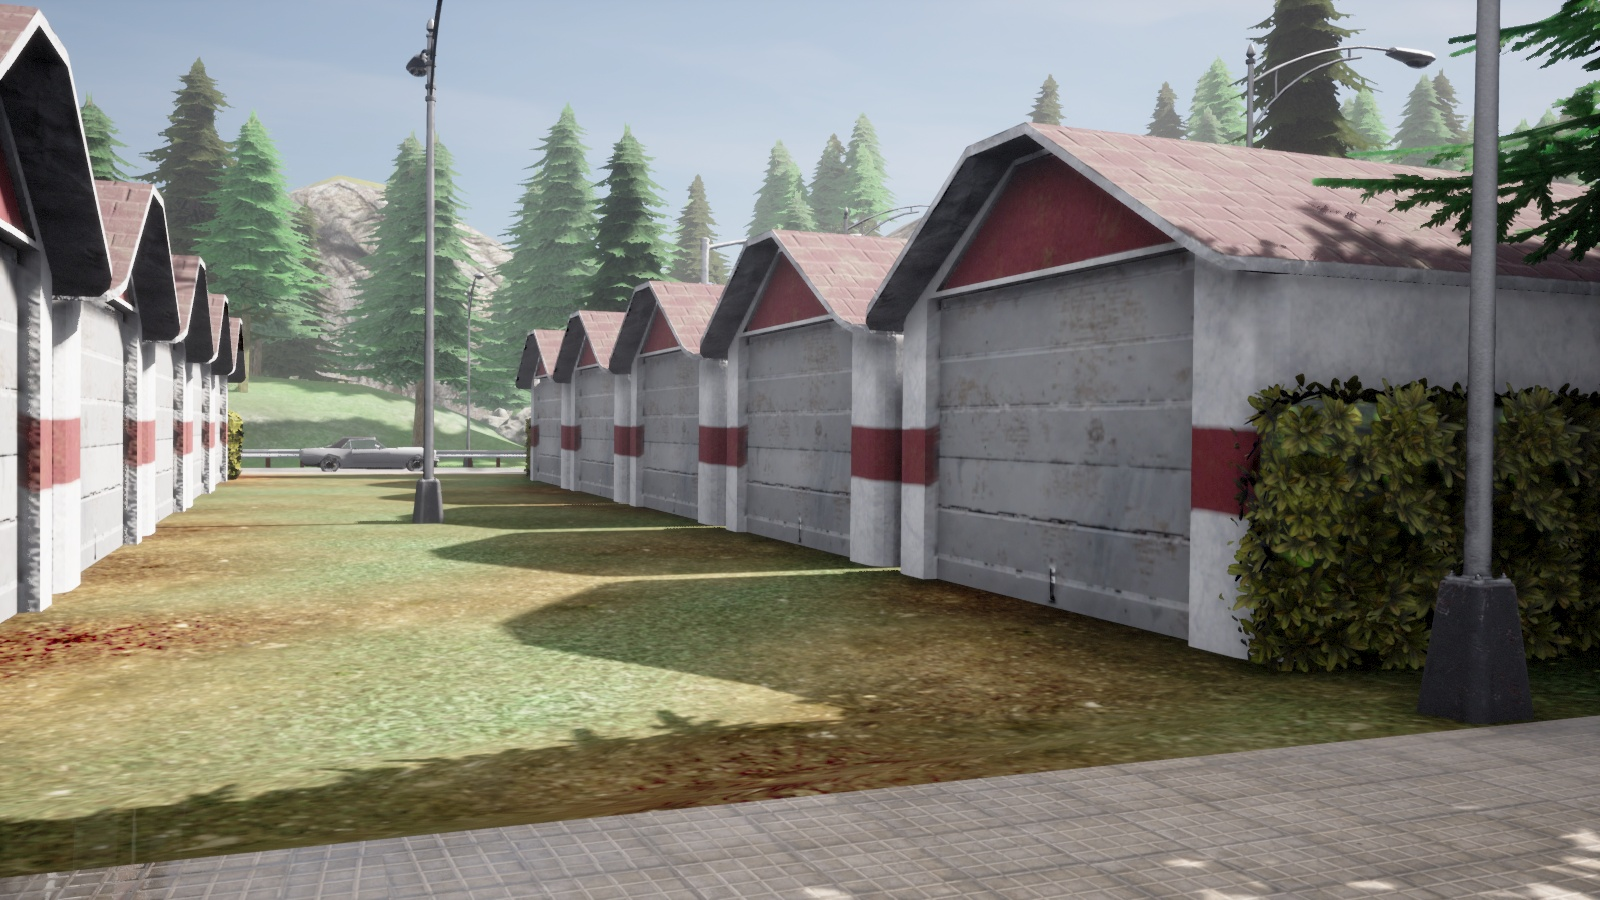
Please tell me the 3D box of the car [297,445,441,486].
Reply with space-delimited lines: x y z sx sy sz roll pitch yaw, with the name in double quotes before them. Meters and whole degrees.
"car" -15.293 0.516 44.639 4.718 1.301 1.895 -1 1 -20
